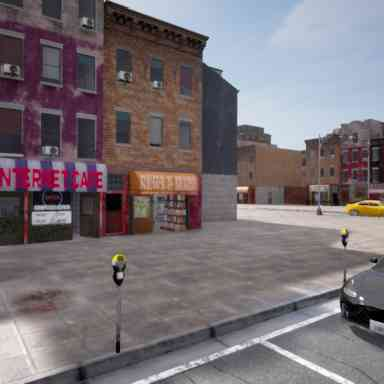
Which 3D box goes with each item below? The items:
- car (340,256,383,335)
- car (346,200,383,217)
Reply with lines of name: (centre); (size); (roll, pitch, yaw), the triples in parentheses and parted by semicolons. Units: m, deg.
car: (4.467, 1.567, 5.979); (4.313, 1.339, 1.947); (0, 0, -35)
car: (15.999, 1.512, 28.884); (1.882, 1.535, 5.008); (1, 0, -36)
